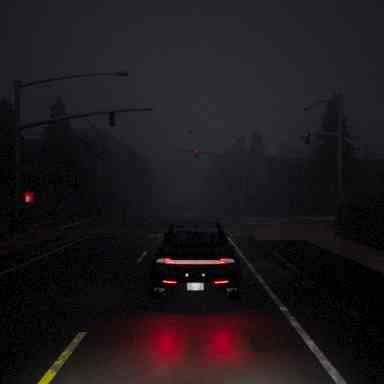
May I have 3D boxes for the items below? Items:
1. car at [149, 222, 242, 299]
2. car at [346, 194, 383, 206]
[{"bbox_3d":[0.082,1.492,8.423,2.128,1.511,4.902,0,0,0],"label":"car"},{"bbox_3d":[15.876,1.202,28.946,5.566,2.045,2.150,0,0,-8],"label":"car"}]
